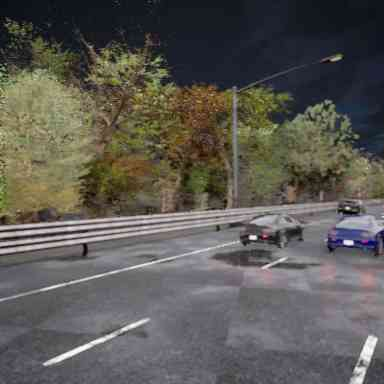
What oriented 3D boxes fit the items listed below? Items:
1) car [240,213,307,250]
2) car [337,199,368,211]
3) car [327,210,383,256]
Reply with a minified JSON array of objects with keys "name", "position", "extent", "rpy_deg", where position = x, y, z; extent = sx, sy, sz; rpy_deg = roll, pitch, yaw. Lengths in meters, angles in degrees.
[{"name":"car","position":[3.868,1.724,15.539],"extent":[1.812,1.442,4.674],"rpy_deg":[-1,-1,36]},{"name":"car","position":[14.552,1.473,30.065],"extent":[1.837,1.490,4.892],"rpy_deg":[9,-4,35]},{"name":"car","position":[6.990,1.672,13.847],"extent":[1.812,1.442,4.674],"rpy_deg":[-1,-1,36]}]
